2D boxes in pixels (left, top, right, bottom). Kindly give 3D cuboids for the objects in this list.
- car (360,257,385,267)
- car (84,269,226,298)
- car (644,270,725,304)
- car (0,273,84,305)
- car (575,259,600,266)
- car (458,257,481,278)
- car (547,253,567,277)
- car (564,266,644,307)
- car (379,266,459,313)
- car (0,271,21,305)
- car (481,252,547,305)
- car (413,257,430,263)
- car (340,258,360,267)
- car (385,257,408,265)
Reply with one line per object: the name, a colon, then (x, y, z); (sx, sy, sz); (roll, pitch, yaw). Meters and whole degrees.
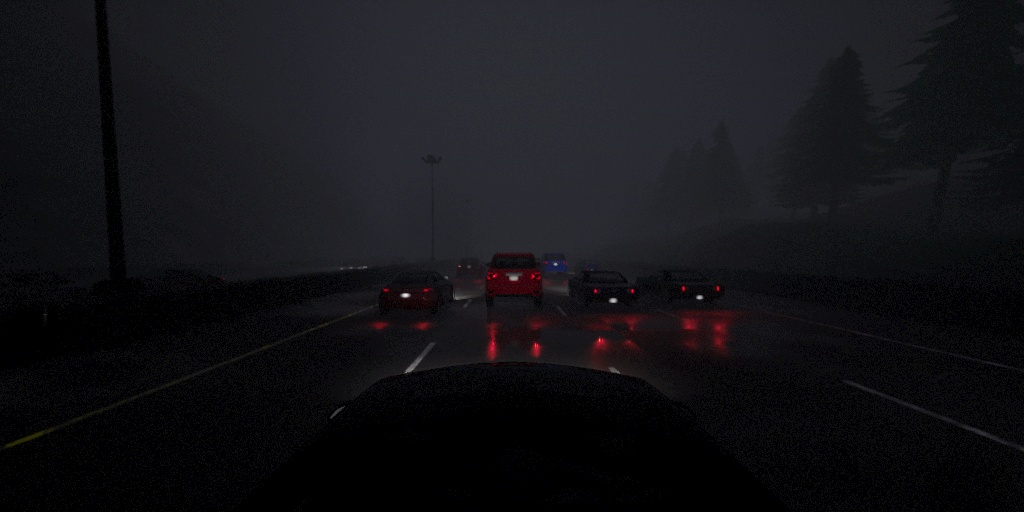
car: (-21.208, 0.843, 55.955); (2.128, 1.511, 4.902); (0, 0, 0)
car: (-14.135, 1.220, 14.831); (1.994, 1.385, 4.181); (0, 0, 0)
car: (7.062, 1.244, 15.723); (1.895, 1.301, 4.718); (0, 0, 0)
car: (-17.630, 1.276, 12.408); (1.895, 1.301, 4.718); (0, 0, 0)
car: (7.010, 1.037, 33.384); (1.812, 1.442, 4.674); (0, 0, 0)
car: (-3.484, 0.883, 31.139); (2.097, 1.767, 4.553); (0, 0, 0)
car: (3.515, 0.747, 31.566); (2.150, 2.045, 5.566); (0, 0, 0)
car: (3.564, 1.251, 14.855); (1.895, 1.301, 4.718); (0, 0, 0)
car: (-3.434, 1.226, 13.549); (1.994, 1.385, 4.181); (0, 0, 0)
car: (-21.130, 1.278, 12.365); (1.895, 1.301, 4.718); (0, 0, 0)
car: (0.061, 0.869, 15.409); (2.150, 2.045, 5.566); (0, 0, 0)
car: (-14.208, 0.887, 57.319); (2.033, 1.411, 5.357); (0, 0, 0)
car: (-24.703, 0.956, 55.682); (1.895, 1.301, 4.718); (0, 0, 0)
car: (-17.709, 0.855, 56.012); (1.837, 1.490, 4.892); (0, 0, 0)
